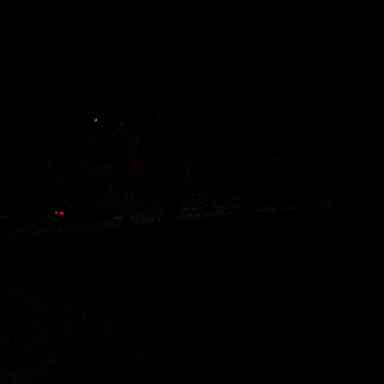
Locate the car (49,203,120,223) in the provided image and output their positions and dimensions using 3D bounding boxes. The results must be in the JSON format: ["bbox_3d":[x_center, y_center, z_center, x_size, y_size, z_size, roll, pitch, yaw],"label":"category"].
[{"bbox_3d":[-8.138,1.516,25.657,2.033,1.411,5.357,1,0,37],"label":"car"}]
